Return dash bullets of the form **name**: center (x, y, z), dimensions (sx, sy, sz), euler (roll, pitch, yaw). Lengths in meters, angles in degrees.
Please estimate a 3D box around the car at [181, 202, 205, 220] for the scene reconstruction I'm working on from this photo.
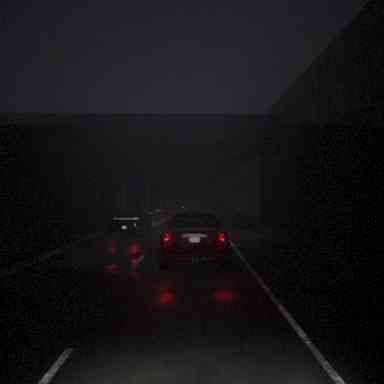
- **car**: center (0.069, 1.670, 30.556), dimensions (2.033, 1.411, 5.357), euler (0, 0, 0)

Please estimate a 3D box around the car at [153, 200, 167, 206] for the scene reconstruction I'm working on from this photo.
- **car**: center (-3.436, 1.635, 35.895), dimensions (2.128, 1.511, 4.902), euler (0, 0, 0)

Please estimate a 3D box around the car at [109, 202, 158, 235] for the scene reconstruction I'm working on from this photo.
- **car**: center (-3.420, 1.569, 19.222), dimensions (2.128, 1.511, 4.902), euler (0, 0, 0)

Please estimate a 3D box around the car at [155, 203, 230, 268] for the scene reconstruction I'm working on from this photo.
- **car**: center (0.078, 1.398, 11.593), dimensions (2.097, 1.767, 4.553), euler (0, 0, 0)
